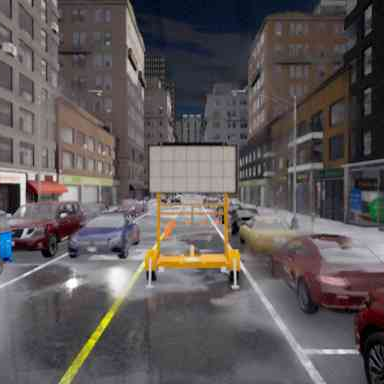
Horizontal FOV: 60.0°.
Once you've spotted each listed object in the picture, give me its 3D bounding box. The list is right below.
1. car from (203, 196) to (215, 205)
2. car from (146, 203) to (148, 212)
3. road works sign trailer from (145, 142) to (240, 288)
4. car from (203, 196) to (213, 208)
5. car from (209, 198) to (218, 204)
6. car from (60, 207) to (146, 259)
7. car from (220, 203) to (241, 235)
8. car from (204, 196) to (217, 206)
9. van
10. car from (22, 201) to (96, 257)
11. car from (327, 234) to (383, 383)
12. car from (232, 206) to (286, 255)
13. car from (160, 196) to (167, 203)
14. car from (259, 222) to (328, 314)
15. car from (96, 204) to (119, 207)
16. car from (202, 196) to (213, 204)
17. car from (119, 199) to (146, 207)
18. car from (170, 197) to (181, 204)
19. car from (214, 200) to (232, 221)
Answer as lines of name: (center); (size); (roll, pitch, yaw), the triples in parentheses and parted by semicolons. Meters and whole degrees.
car: (2.912, 1.462, 57.583); (1.947, 1.339, 4.313); (-1, 0, 0)
car: (-5.649, 1.525, 35.246); (1.802, 1.307, 4.206); (-1, 0, 0)
road works sign trailer: (0.014, 0.451, 9.140); (2.380, 3.560, 2.880); (0, 0, 0)
car: (2.901, 1.472, 46.411); (2.008, 1.369, 4.403); (-1, 0, 0)
car: (2.884, 1.504, 29.653); (2.008, 1.369, 4.403); (-1, 0, 0)
car: (-3.091, 1.507, 12.610); (1.812, 1.442, 4.674); (0, 0, 0)
car: (2.873, 1.538, 18.482); (1.947, 1.339, 4.313); (-1, 0, 0)
car: (2.906, 1.434, 52.167); (1.752, 1.417, 4.829); (-1, 0, 0)
van: (-5.673, 1.330, 7.316); (1.690, 1.788, 3.998); (-1, 0, 0)
car: (-5.669, 1.296, 12.902); (2.192, 1.841, 5.009); (-1, 0, 0)
car: (2.853, 1.312, 1.724); (2.192, 1.841, 5.009); (-1, 0, 0)
car: (2.867, 1.506, 13.066); (1.752, 1.417, 4.829); (-1, 0, 0)
car: (-5.628, 1.428, 63.174); (1.887, 1.381, 4.507); (-1, 0, 0)
car: (2.862, 1.571, 7.310); (1.802, 1.307, 4.206); (-1, 0, 0)
car: (-5.663, 1.412, 18.488); (1.967, 1.590, 4.097); (-1, 0, 0)
car: (2.917, 1.465, 63.169); (1.802, 1.307, 4.206); (-1, 0, 0)
car: (-5.655, 1.393, 29.659); (1.967, 1.590, 4.097); (-1, 0, 0)
car: (-2.955, 1.489, 60.809); (1.895, 1.301, 4.718); (0, 0, 0)
car: (2.878, 1.528, 24.068); (1.947, 1.339, 4.313); (-1, 0, 0)
